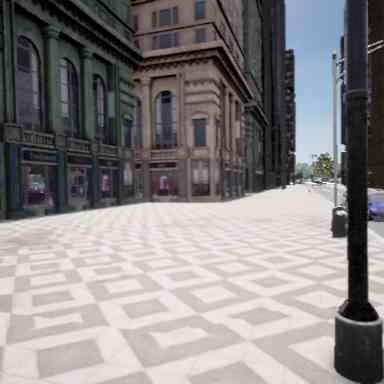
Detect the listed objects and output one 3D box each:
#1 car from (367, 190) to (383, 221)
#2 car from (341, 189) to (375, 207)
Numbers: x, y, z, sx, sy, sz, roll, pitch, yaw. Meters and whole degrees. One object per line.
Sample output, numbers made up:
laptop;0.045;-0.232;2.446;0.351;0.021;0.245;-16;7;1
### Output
car;11.126;0.834;19.676;1.812;1.442;4.674;-1;1;18
car;14.420;0.547;29.623;2.033;1.411;5.357;-1;2;19
